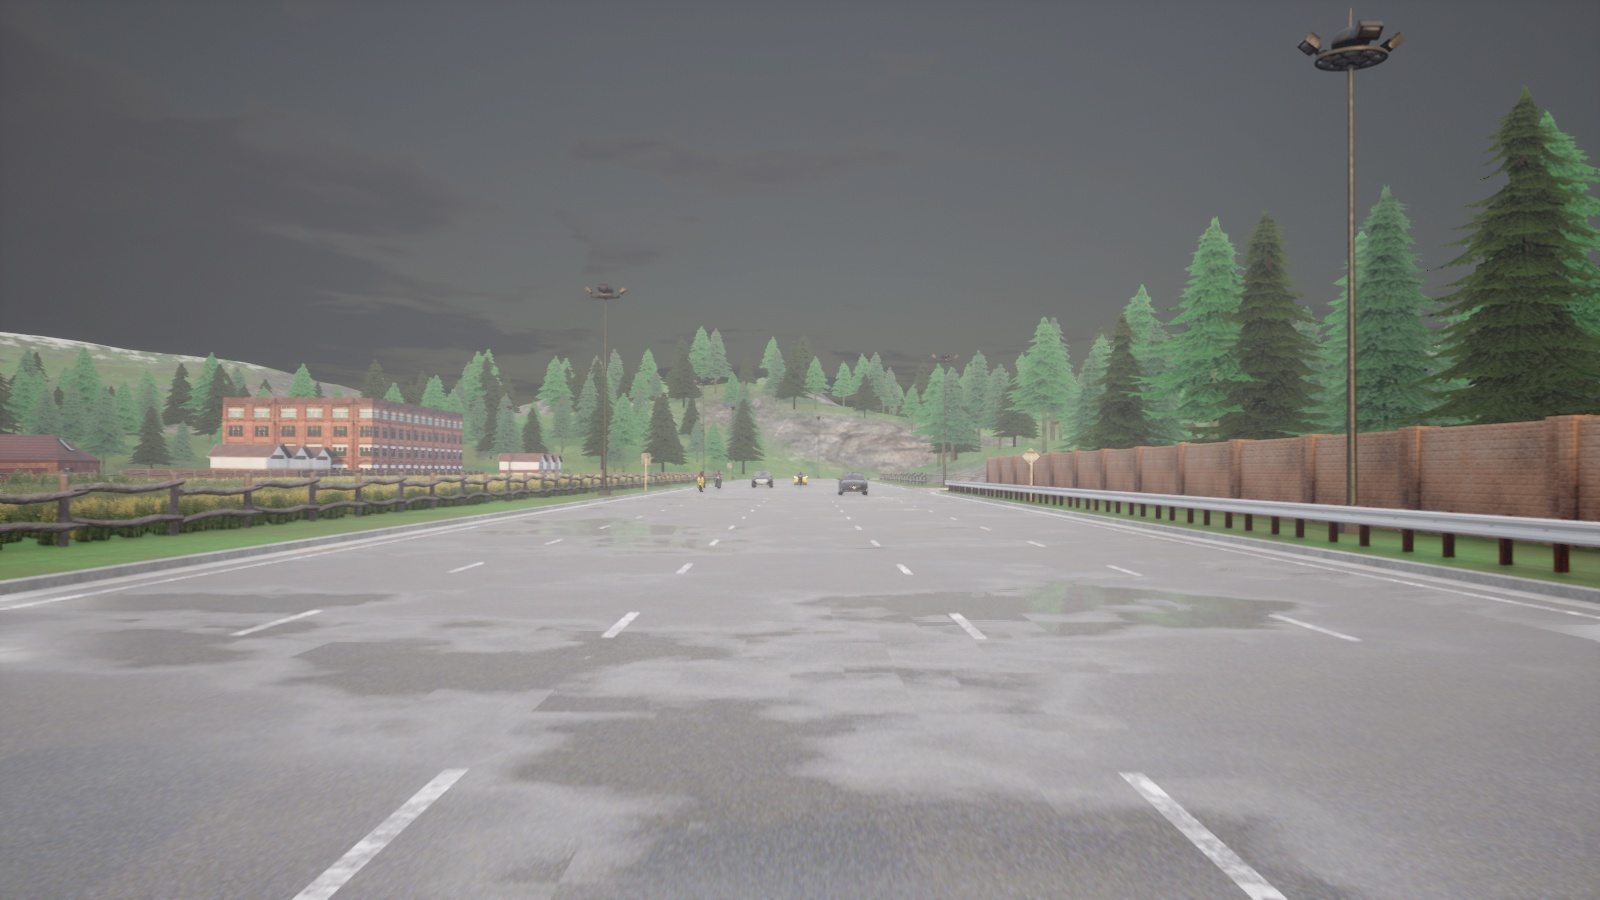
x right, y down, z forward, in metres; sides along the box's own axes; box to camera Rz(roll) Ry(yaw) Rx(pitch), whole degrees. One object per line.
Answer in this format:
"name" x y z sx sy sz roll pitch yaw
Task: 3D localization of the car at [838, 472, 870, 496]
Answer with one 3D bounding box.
"car" 3.485 2.178 81.967 1.837 1.490 4.892 0 -1 0
